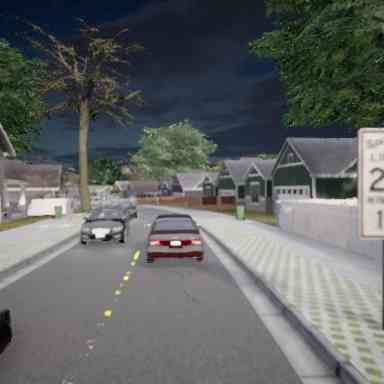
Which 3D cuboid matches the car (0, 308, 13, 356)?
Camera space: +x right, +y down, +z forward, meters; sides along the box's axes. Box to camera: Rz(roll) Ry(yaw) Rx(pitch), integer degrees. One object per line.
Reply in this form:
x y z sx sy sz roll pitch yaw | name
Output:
-2.968 1.608 1.656 1.895 1.301 4.718 0 0 -2 | car

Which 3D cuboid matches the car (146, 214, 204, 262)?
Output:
-0.664 1.505 12.007 2.033 1.411 5.357 0 0 -4 | car

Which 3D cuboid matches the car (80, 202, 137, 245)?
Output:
-3.882 1.456 15.525 2.128 1.511 4.902 0 0 -7 | car
